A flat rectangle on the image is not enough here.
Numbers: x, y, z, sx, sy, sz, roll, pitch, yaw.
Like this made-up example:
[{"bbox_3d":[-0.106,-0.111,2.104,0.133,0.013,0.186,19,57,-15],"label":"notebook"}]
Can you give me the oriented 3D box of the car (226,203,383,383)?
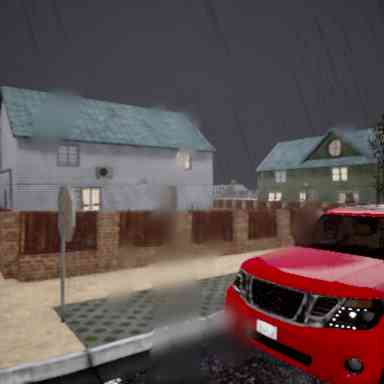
[{"bbox_3d":[3.146,1.224,5.360,5.566,2.045,2.150,0,0,-34],"label":"car"}]
